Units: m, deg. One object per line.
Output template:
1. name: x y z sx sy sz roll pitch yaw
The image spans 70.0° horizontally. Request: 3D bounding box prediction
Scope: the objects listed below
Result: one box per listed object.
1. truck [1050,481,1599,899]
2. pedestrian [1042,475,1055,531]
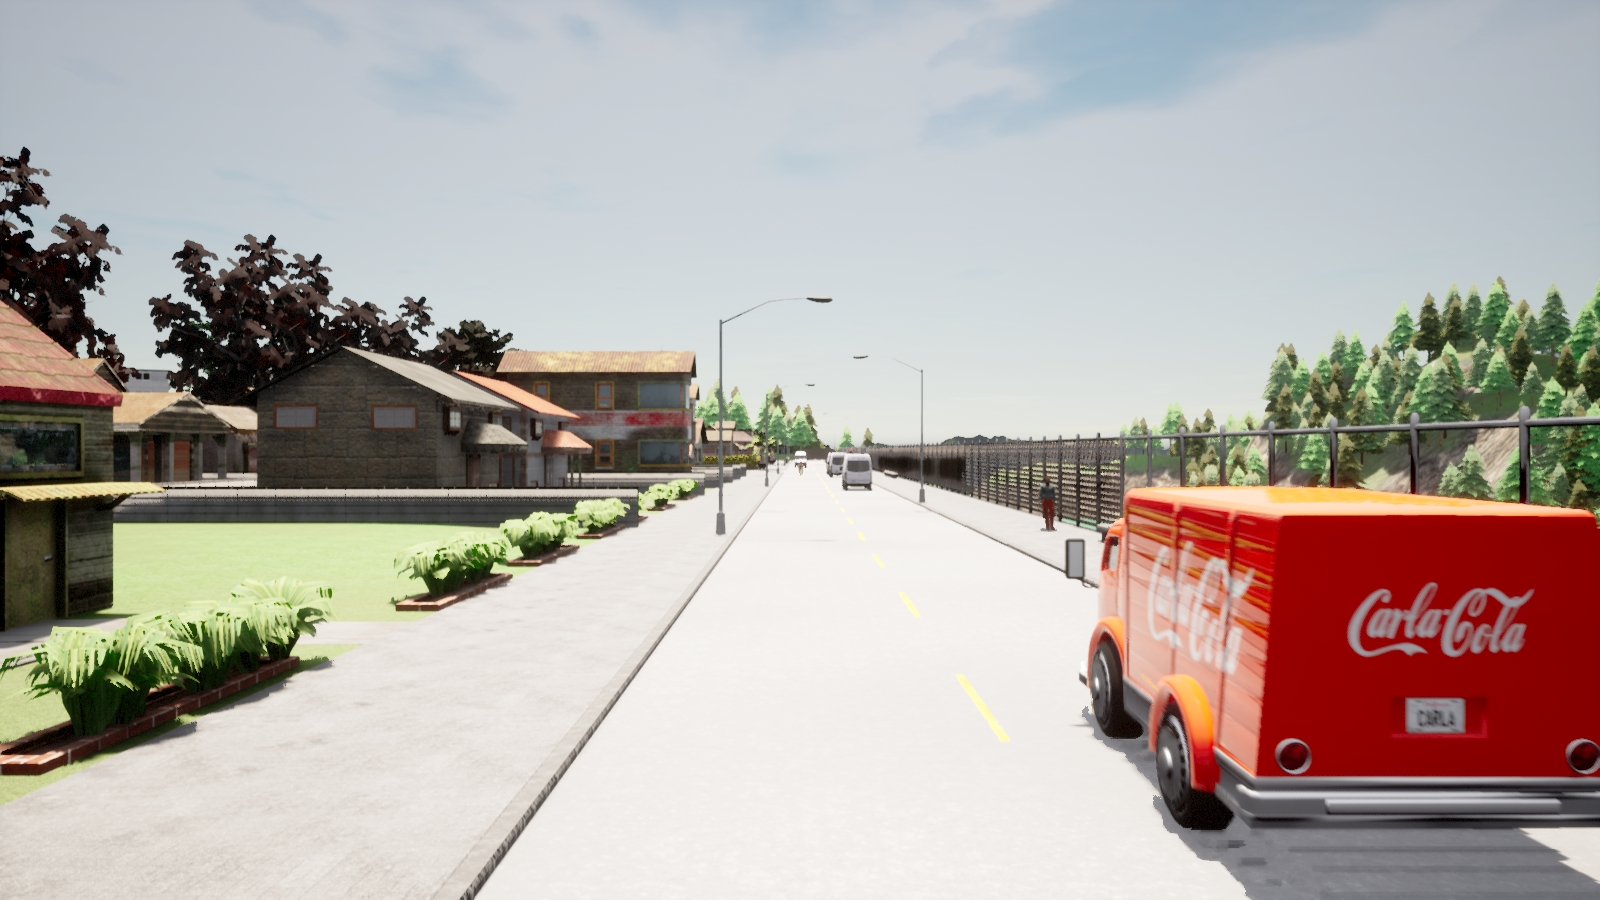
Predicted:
1. truck: 4.015 1.570 9.718 2.627 2.467 5.204 0 0 0
2. pedestrian: 8.268 1.751 37.973 0.375 1.860 0.375 0 0 5
